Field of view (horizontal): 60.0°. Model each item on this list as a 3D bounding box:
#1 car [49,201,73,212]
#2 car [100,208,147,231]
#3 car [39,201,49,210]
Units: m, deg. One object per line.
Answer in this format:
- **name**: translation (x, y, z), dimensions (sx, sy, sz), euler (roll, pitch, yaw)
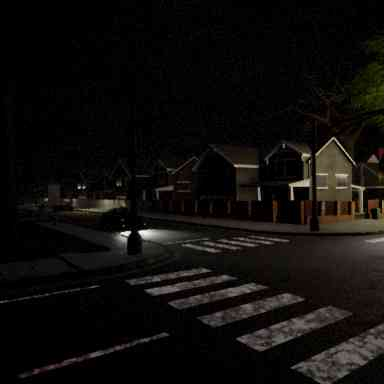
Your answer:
- **car**: translation (-18.253, 1.985, 47.015), dimensions (2.128, 1.511, 4.902), euler (-1, 0, -34)
- **car**: translation (-4.749, 1.792, 22.570), dimensions (1.994, 1.385, 4.181), euler (-1, 0, -34)
- **car**: translation (-24.230, 2.187, 55.544), dimensions (1.994, 1.385, 4.181), euler (-1, 0, -35)
